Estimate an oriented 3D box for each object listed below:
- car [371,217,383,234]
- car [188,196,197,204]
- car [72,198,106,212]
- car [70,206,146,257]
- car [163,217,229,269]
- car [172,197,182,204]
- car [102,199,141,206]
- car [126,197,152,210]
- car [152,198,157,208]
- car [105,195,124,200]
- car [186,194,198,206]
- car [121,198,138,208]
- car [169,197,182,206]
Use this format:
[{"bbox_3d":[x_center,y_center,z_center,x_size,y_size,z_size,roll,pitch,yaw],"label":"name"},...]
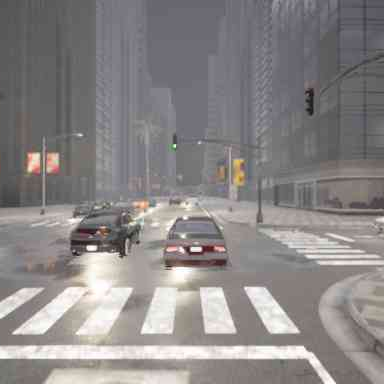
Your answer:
[{"bbox_3d":[11.635,1.506,16.850,4.674,1.442,1.812,0,0,-1],"label":"car"},{"bbox_3d":[0.002,1.753,72.123,1.882,1.535,5.008,0,0,0],"label":"car"},{"bbox_3d":[-9.875,1.591,31.632,1.837,1.490,4.892,0,0,-2],"label":"car"},{"bbox_3d":[-3.156,1.510,12.900,1.837,1.490,4.892,0,0,0],"label":"car"},{"bbox_3d":[0.096,1.522,10.954,2.033,1.411,5.357,0,0,0],"label":"car"},{"bbox_3d":[-3.248,1.828,72.242,1.994,1.385,4.181,0,0,0],"label":"car"},{"bbox_3d":[-6.594,1.634,31.746,2.033,1.411,5.357,0,0,0],"label":"car"},{"bbox_3d":[-6.569,1.474,41.027,2.097,1.767,4.553,0,0,0],"label":"car"},{"bbox_3d":[-6.499,1.659,51.105,2.128,1.511,4.902,0,0,0],"label":"car"},{"bbox_3d":[-9.817,1.346,41.651,2.150,2.045,5.566,0,0,0],"label":"car"},{"bbox_3d":[0.002,1.442,61.546,2.150,2.045,5.566,0,0,0],"label":"car"},{"bbox_3d":[-9.749,1.698,51.999,1.812,1.442,4.674,0,0,0],"label":"car"},{"bbox_3d":[-3.248,1.699,61.758,1.882,1.535,5.008,0,0,0],"label":"car"}]
